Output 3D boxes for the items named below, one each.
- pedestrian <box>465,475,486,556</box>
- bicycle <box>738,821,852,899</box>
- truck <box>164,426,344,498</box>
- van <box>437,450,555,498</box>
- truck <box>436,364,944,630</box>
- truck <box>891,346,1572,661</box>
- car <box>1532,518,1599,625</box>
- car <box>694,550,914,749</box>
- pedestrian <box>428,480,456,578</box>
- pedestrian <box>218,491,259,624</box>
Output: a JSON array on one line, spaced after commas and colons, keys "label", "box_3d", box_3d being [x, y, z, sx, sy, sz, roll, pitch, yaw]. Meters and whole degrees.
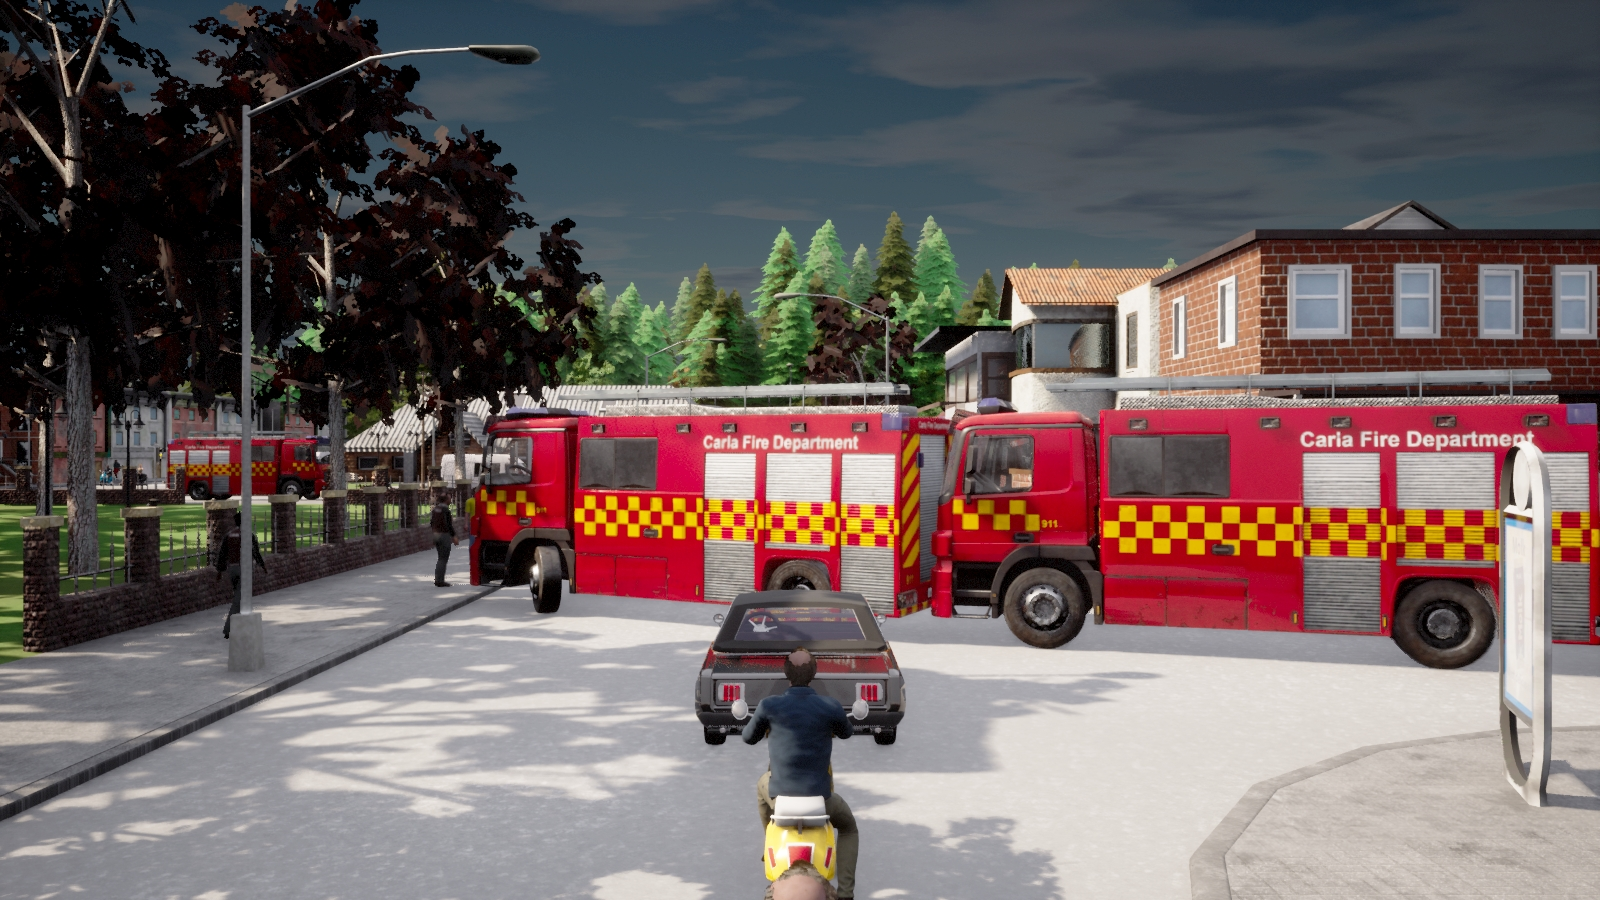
[{"label": "pedestrian", "box_3d": [-7.596, 1.514, 26.723, 0.375, 1.860, 0.375, 0, 0, -32]}, {"label": "bicycle", "box_3d": [-0.015, 1.938, 3.086, 0.329, 1.271, 1.835, 0, 0, 0]}, {"label": "truck", "box_3d": [-29.853, 0.645, 62.699, 8.468, 3.827, 2.891, 0, 0, 1]}, {"label": "van", "box_3d": [-16.613, 1.289, 62.612, 5.915, 2.561, 1.988, 0, 0, 0]}, {"label": "truck", "box_3d": [-2.039, 0.664, 19.658, 8.468, 3.827, 2.891, 0, 0, 27]}, {"label": "truck", "box_3d": [5.796, 0.661, 16.576, 8.468, 3.827, 2.891, 0, 0, 18]}, {"label": "car", "box_3d": [14.169, 1.835, 17.290, 4.792, 1.488, 2.163, 0, 0, 0]}, {"label": "car", "box_3d": [0.033, 1.930, 12.217, 1.895, 1.301, 4.718, 0, 0, 0]}, {"label": "pedestrian", "box_3d": [-6.941, 1.513, 22.128, 0.375, 1.860, 0.375, 0, 0, 41]}, {"label": "pedestrian", "box_3d": [-8.023, 1.518, 16.328, 0.375, 1.860, 0.375, 0, 0, 9]}]
